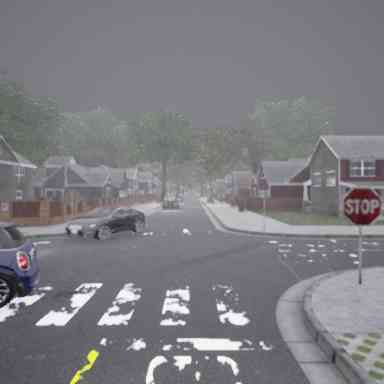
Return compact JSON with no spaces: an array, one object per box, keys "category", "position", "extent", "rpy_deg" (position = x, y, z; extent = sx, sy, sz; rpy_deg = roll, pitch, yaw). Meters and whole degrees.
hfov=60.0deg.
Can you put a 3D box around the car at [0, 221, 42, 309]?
[{"category":"car","position":[-5.537,1.313,6.684],"extent":[4.553,1.767,2.097],"rpy_deg":[4,-2,-18]}]

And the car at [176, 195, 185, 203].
[{"category":"car","position":[-2.480,1.360,65.806],"extent":[2.128,1.511,4.902],"rpy_deg":[0,0,0]}]

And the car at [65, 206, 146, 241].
[{"category":"car","position":[-4.185,1.467,16.881],"extent":[2.128,1.511,4.902],"rpy_deg":[0,1,24]}]

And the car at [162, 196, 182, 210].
[{"category":"car","position":[-2.581,1.492,41.219],"extent":[1.994,1.385,4.181],"rpy_deg":[0,0,0]}]
